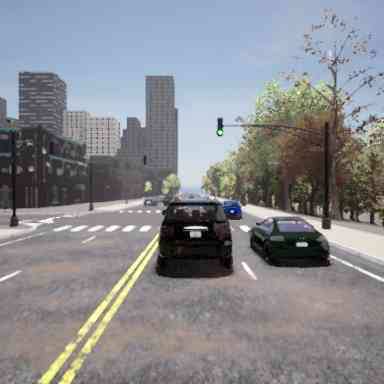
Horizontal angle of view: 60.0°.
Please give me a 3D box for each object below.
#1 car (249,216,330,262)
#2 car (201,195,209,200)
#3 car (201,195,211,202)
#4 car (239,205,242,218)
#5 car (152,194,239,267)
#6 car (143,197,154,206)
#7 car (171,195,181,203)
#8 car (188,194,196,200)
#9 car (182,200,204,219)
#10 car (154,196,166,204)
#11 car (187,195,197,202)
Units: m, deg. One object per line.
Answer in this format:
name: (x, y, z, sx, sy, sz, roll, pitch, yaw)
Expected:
car: (3.345, 1.564, 12.097, 1.994, 1.385, 4.181, 0, 0, 0)
car: (3.217, 1.416, 85.677, 1.895, 1.301, 4.718, 0, 0, 0)
car: (3.220, 1.523, 75.229, 2.033, 1.411, 5.357, 0, 0, 0)
car: (3.338, 1.478, 30.181, 1.882, 1.535, 5.008, 0, 0, 0)
car: (0.095, 1.222, 11.524, 2.150, 2.045, 5.566, 0, 0, 0)
car: (-6.591, 1.489, 52.950, 2.128, 1.511, 4.902, 0, 0, 0)
car: (-3.276, 1.471, 68.641, 1.882, 1.535, 5.008, 0, 0, 0)
car: (-0.033, 1.320, 85.646, 1.837, 1.490, 4.892, 0, 0, 0)
car: (0.091, 1.526, 29.629, 1.812, 1.442, 4.674, 0, 0, 0)
car: (-6.527, 1.515, 68.144, 2.128, 1.511, 4.902, 0, 0, 0)
car: (-0.030, 1.508, 75.227, 2.128, 1.511, 4.902, 0, 0, 0)
